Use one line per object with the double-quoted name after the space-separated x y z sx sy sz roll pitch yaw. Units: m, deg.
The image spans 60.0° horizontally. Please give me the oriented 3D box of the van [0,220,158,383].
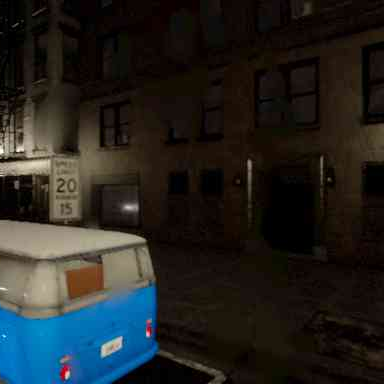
-2.322 1.335 4.469 3.998 1.788 1.690 0 0 36 "van"
